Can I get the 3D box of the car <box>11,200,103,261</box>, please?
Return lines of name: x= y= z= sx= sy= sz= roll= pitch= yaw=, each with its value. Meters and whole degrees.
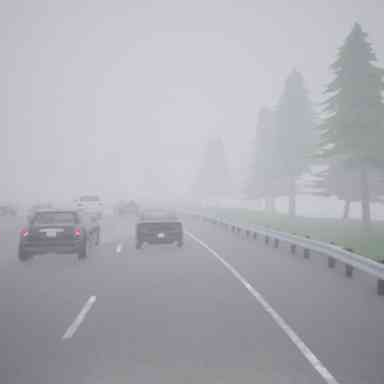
car: x=-4.751 y=1.357 z=12.560 sx=2.097 sy=1.767 sz=4.553 roll=0 pitch=0 yaw=-9

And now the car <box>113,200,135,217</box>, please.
car: x=-6.294 y=1.485 z=31.492 sx=2.128 sy=1.511 sz=4.902 roll=0 pitch=0 yaw=-21

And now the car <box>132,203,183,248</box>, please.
car: x=-1.581 y=1.469 z=14.865 sx=1.882 sy=1.535 sz=5.008 roll=0 pitch=0 yaw=-10

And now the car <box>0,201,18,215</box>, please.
car: x=-17.323 y=1.563 z=30.842 sx=1.812 sy=1.442 sz=4.674 roll=0 pitch=0 yaw=-23

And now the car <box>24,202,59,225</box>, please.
car: x=-11.566 y=1.567 z=25.894 sx=2.033 sy=1.411 sz=5.357 roll=0 pitch=0 yaw=-19

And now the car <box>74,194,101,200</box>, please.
car: x=-9.399 y=1.229 z=30.042 sx=2.150 sy=2.045 sz=5.566 roll=0 pitch=0 yaw=-21
